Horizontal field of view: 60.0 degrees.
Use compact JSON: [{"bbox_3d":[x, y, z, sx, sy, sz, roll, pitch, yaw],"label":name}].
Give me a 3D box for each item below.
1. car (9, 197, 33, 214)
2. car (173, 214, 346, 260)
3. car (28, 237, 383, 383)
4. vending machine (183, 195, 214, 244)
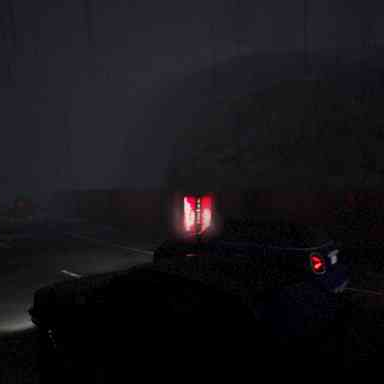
[{"bbox_3d":[-18.249,1.352,35.584,2.097,1.767,4.553,0,0,-26],"label":"car"},{"bbox_3d":[1.146,1.351,7.869,4.553,1.767,2.097,0,0,39],"label":"car"},{"bbox_3d":[0.009,1.547,4.145,5.357,1.411,2.033,0,0,40],"label":"car"},{"bbox_3d":[0.287,1.195,15.033,1.100,2.100,0.880,0,0,-45],"label":"vending machine"}]
